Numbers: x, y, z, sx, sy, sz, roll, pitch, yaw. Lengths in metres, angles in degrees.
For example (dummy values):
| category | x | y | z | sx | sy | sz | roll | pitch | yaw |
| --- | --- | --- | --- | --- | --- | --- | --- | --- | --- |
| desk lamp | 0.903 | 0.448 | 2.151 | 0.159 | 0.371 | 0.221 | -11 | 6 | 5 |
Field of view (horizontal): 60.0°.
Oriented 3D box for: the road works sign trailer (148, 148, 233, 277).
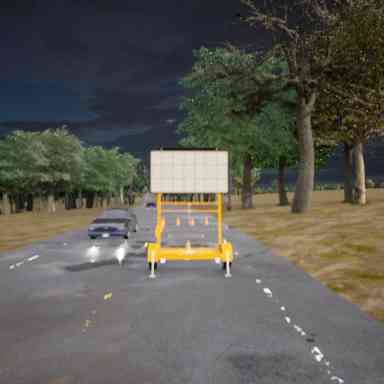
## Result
| category | x | y | z | sx | sy | sz | roll | pitch | yaw |
| --- | --- | --- | --- | --- | --- | --- | --- | --- | --- |
| road works sign trailer | -0.081 | 0.455 | 10.180 | 2.380 | 3.560 | 2.880 | 0 | 0 | -2 |

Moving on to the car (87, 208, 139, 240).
| category | x | y | z | sx | sy | sz | roll | pitch | yaw |
| --- | --- | --- | --- | --- | --- | --- | --- | --- | --- |
| car | -3.946 | 1.580 | 17.512 | 2.033 | 1.411 | 5.357 | 0 | -1 | -2 |

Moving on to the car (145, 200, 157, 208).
| category | x | y | z | sx | sy | sz | roll | pitch | yaw |
| --- | --- | --- | --- | --- | --- | --- | --- | --- | --- |
| car | -7.191 | 2.093 | 58.744 | 2.033 | 1.411 | 5.357 | 0 | -1 | -7 |
